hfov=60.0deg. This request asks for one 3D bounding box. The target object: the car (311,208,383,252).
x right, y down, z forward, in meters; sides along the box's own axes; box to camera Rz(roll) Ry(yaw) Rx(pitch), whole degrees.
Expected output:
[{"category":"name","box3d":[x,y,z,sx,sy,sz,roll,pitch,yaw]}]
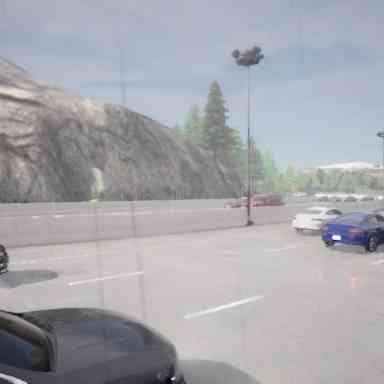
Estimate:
[{"category":"car","box3d":[7.196,1.541,13.927,4.674,1.442,1.812,0,0,-39]}]

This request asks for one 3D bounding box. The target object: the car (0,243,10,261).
[{"category":"car","box3d":[-6.913,1.513,7.506,4.902,1.511,2.128,0,0,-35]}]

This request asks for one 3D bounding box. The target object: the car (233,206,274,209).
[{"category":"car","box3d":[6.846,1.267,32.473,5.566,2.045,2.150,0,0,-43]}]

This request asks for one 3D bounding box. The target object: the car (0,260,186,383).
[{"category":"car","box3d":[-2.306,1.512,2.197,4.892,1.490,1.837,0,0,-35]}]

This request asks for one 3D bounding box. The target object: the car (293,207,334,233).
[{"category":"car","box3d":[7.500,1.548,18.745,4.674,1.442,1.812,0,0,-40]}]
